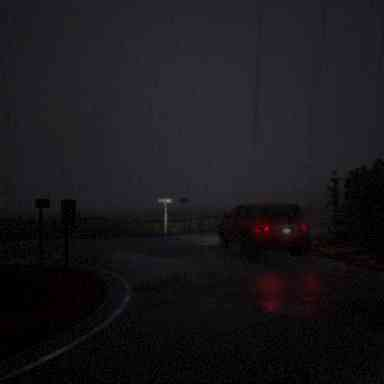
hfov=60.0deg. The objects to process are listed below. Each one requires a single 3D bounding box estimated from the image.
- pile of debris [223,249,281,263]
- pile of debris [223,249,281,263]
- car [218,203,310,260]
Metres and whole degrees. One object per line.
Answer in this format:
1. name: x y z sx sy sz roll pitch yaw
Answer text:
1. pile of debris: 2.251 2.425 12.796 1.500 0.140 1.860 0 -1 -19
2. pile of debris: 2.251 2.425 12.796 1.500 0.140 1.860 0 -1 -19
3. car: 2.734 1.488 13.955 2.150 2.045 5.566 -1 -1 -11
